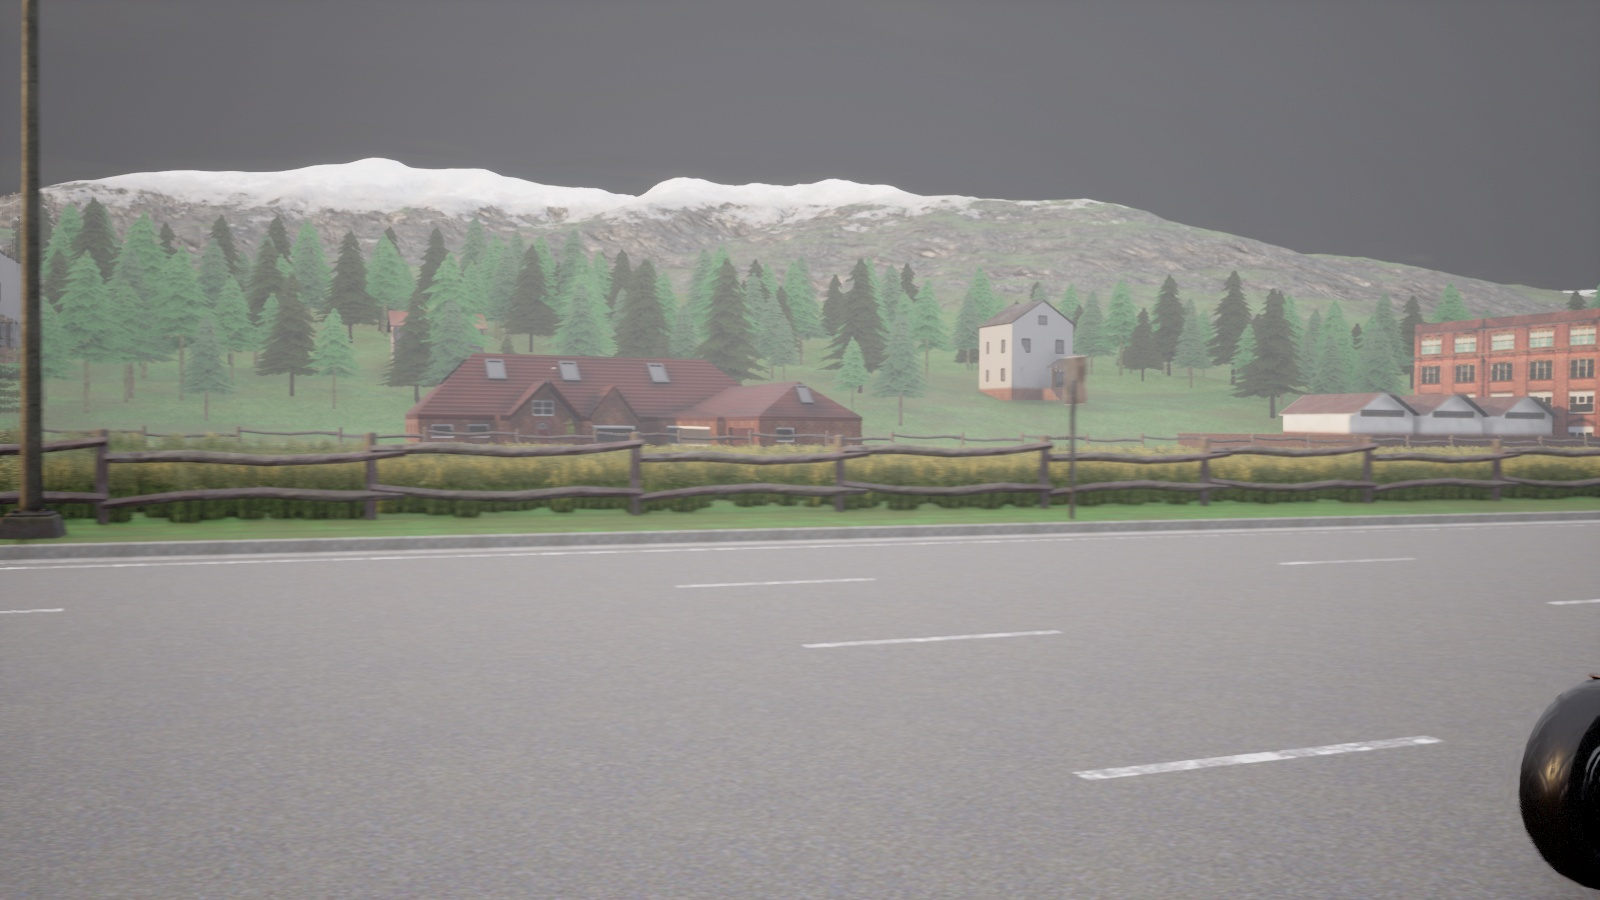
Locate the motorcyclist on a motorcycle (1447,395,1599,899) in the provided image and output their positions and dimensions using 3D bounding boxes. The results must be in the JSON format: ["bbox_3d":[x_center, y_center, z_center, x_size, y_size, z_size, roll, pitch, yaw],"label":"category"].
[{"bbox_3d":[3.579,0.620,4.598,2.350,1.649,0.766,-2,1,-21],"label":"motorcyclist on a motorcycle"}]
